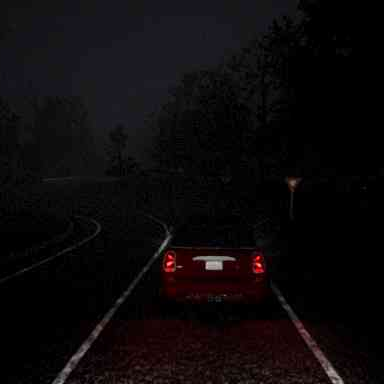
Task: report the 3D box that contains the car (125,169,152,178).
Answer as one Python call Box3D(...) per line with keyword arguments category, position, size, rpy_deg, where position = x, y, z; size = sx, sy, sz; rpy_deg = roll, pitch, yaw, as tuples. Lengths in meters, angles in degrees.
Box3D(category="car", position=(-9.492, -3.315, 59.031), size=(4.902, 1.511, 2.128), rpy_deg=(-3, 7, -27))

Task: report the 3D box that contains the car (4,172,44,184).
Box3D(category="car", position=(-23.298, -1.936, 46.170), size=(4.892, 1.490, 1.837), rpy_deg=(-2, 8, -21))

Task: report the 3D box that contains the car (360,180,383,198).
Box3D(category="car", position=(16.321, -0.358, 30.576), size=(2.128, 1.511, 4.902), rpy_deg=(5, 9, 40))

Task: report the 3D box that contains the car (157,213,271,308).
Box3D(category="car", position=(0.470, 1.269, 7.950), size=(2.097, 1.767, 4.553), rpy_deg=(0, 1, 2))

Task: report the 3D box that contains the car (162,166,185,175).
Box3D(category="car", position=(-3.655, -4.578, 68.379), size=(5.566, 2.045, 2.150), rpy_deg=(5, 8, 39))
